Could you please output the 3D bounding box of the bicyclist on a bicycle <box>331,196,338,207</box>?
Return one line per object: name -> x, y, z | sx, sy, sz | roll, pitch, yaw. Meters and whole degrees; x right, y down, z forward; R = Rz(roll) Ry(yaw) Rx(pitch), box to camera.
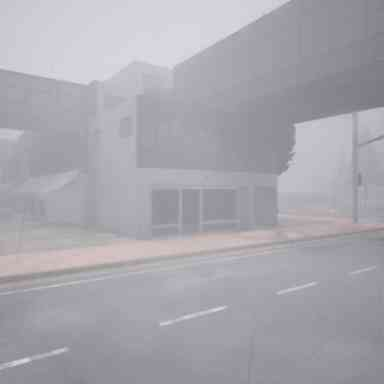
bicyclist on a bicycle -> 19.485, 1.294, 45.417 | 1.656, 1.620, 0.582 | 0, 0, -36
